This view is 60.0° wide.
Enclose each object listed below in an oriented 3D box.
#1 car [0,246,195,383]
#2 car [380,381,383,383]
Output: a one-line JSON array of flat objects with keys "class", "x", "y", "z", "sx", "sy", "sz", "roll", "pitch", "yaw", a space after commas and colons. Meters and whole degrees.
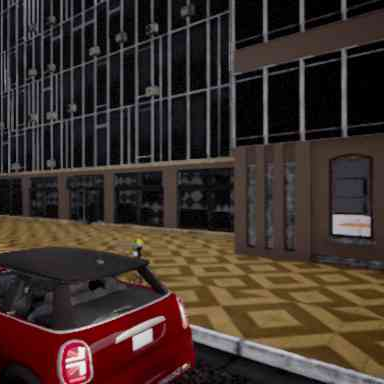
[{"class": "car", "x": -2.056, "y": 1.448, "z": 4.341, "sx": 4.097, "sy": 1.590, "sz": 1.967, "roll": 0, "pitch": 0, "yaw": 35}, {"class": "car", "x": 2.579, "y": 1.437, "z": 1.036, "sx": 4.097, "sy": 1.590, "sz": 1.967, "roll": 0, "pitch": 0, "yaw": 35}]
